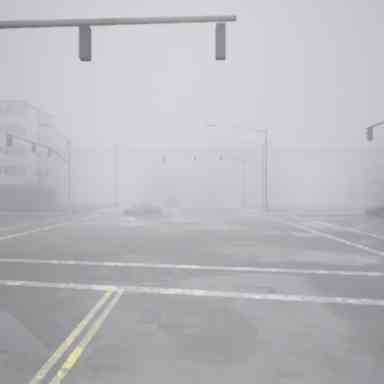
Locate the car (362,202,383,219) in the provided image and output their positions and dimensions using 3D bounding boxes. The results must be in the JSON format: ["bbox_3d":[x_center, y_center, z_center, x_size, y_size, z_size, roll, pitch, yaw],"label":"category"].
[{"bbox_3d":[17.682,1.533,29.348,4.902,1.511,2.128,-1,0,1],"label":"car"}]

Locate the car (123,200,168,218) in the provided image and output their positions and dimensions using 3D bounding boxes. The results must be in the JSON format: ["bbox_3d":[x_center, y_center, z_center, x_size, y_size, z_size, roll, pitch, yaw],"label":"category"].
[{"bbox_3d":[-4.790,1.764,32.973,1.994,1.385,4.181,1,0,35],"label":"car"}]

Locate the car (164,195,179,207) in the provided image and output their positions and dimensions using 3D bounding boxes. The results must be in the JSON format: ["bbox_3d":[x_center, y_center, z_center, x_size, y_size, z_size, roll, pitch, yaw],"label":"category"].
[{"bbox_3d":[-3.531,1.572,57.230,2.150,2.045,5.566,0,0,-3],"label":"car"}]
